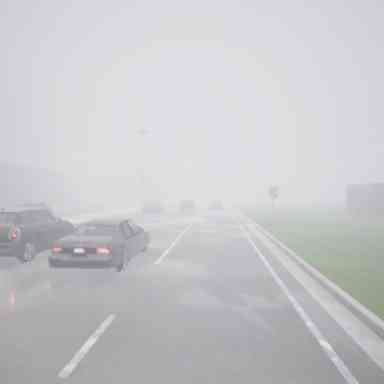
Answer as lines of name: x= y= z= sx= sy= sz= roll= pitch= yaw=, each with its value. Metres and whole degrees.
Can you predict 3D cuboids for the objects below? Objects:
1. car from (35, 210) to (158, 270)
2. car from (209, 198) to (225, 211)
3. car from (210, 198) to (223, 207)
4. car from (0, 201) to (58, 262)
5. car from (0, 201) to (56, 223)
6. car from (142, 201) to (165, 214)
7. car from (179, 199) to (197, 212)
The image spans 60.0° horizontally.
car: x=-2.726 y=1.570 z=11.077 sx=2.033 sy=1.411 sz=5.357 roll=0 pitch=0 yaw=4
car: x=3.191 y=1.700 z=42.619 sx=2.033 sy=1.411 sz=5.357 roll=0 pitch=0 yaw=4
car: x=4.068 y=1.747 z=55.341 sx=2.033 sy=1.411 sz=5.357 roll=0 pitch=0 yaw=4
car: x=-6.104 y=1.362 z=12.321 sx=2.097 sy=1.767 sz=4.553 roll=0 pitch=0 yaw=4
car: x=-13.237 y=1.527 z=27.191 sx=1.837 sy=1.490 sz=4.892 roll=0 pitch=0 yaw=4
car: x=-4.240 y=1.664 z=37.271 sx=1.994 sy=1.385 sz=4.181 roll=0 pitch=0 yaw=4
car: x=-0.461 y=1.634 z=40.776 sx=1.837 sy=1.490 sz=4.892 roll=0 pitch=-1 yaw=4
